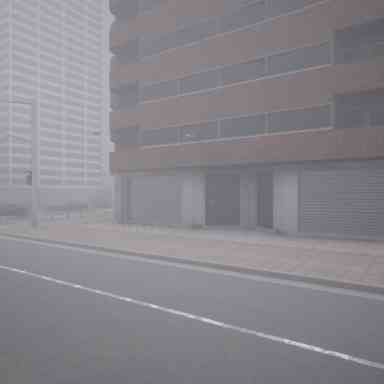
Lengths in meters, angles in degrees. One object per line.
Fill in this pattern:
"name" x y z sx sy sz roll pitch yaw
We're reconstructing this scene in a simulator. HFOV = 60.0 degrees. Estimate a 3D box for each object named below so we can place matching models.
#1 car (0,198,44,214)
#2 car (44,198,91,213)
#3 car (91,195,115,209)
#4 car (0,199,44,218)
"car" -18.771 1.477 35.614 1.882 1.535 5.008 0 0 35
"car" -13.907 1.601 36.478 1.895 1.301 4.718 0 0 35
"car" -12.816 1.505 44.169 1.837 1.490 4.892 0 0 35
"car" -15.571 1.491 27.851 2.128 1.511 4.902 0 0 38
